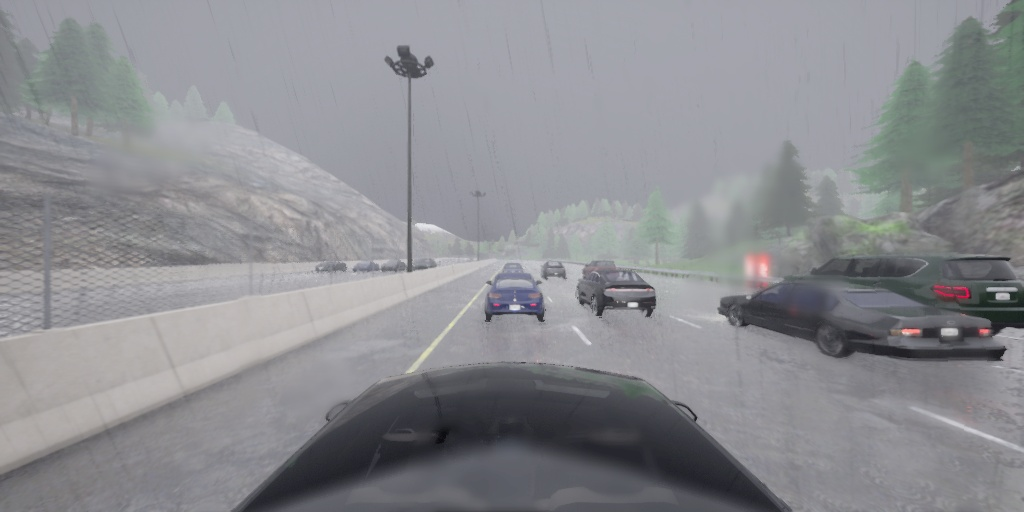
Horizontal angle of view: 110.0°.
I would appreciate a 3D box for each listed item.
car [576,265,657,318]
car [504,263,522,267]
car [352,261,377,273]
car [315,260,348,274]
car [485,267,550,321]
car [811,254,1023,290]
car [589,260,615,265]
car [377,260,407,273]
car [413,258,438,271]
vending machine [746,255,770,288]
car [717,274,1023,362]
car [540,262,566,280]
[{"bbox_3d":[3.591,1.240,13.077,2.128,1.511,4.902,0,0,0],"label":"car"},{"bbox_3d":[0.081,1.295,30.545,2.033,1.411,5.357,0,0,0],"label":"car"},{"bbox_3d":[-17.612,1.276,43.534,1.812,1.442,4.674,0,0,0],"label":"car"},{"bbox_3d":[-21.113,1.241,42.083,2.128,1.511,4.902,0,0,0],"label":"car"},{"bbox_3d":[0.079,1.275,12.350,1.812,1.442,4.674,0,0,0],"label":"car"},{"bbox_3d":[10.594,0.969,10.432,2.150,2.045,5.566,0,0,0],"label":"car"},{"bbox_3d":[7.083,1.099,28.908,2.097,1.767,4.553,0,0,0],"label":"car"},{"bbox_3d":[-14.114,1.227,43.135,1.882,1.535,5.008,0,0,0],"label":"car"},{"bbox_3d":[-10.611,1.100,44.196,2.097,1.767,4.553,0,0,0],"label":"car"},{"bbox_3d":[15.487,0.942,22.573,1.100,2.100,0.880,0,0,0],"label":"vending machine"},{"bbox_3d":[7.096,1.296,8.321,2.033,1.411,5.357,0,0,0],"label":"car"},{"bbox_3d":[3.581,1.239,31.519,2.128,1.511,4.902,0,0,0],"label":"car"}]
